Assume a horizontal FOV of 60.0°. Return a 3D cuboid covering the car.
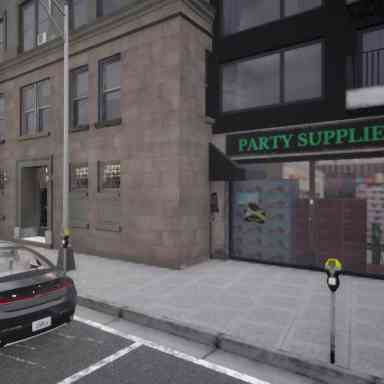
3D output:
[{"bbox_3d":[-3.817,1.551,5.766,4.403,1.369,2.008,0,0,35],"label":"car"}]
